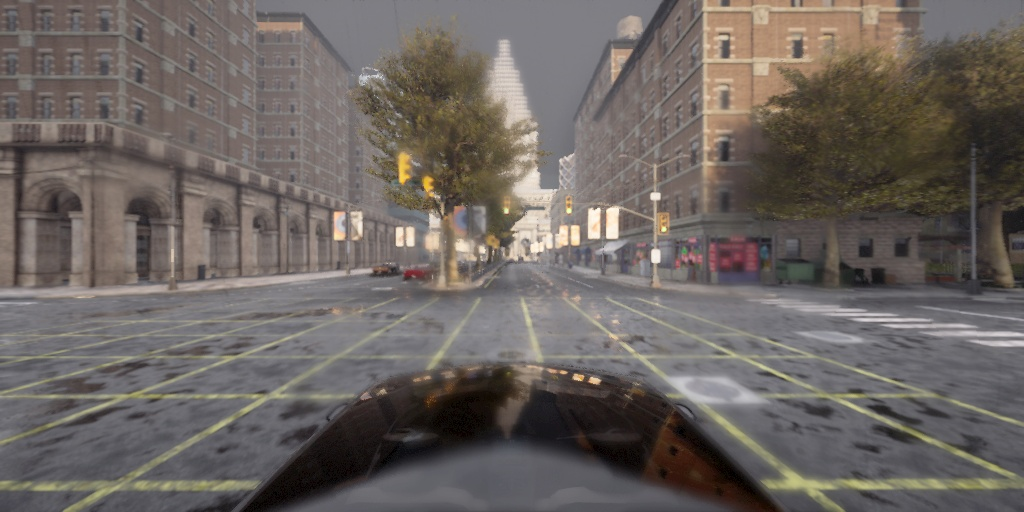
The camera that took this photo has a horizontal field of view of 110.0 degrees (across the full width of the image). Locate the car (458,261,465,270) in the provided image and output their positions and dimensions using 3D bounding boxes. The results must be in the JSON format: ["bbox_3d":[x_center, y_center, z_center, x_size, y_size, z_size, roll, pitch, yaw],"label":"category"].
[{"bbox_3d":[-8.014,1.394,52.130,2.033,1.411,5.357,0,0,0],"label":"car"}]

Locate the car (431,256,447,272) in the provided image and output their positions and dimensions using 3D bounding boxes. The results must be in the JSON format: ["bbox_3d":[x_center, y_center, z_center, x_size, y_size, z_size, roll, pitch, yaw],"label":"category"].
[{"bbox_3d":[-8.033,1.048,41.523,2.150,2.045,5.566,0,0,0],"label":"car"}]

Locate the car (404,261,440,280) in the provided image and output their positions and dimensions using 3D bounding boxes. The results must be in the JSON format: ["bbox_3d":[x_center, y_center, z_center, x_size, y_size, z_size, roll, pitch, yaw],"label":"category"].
[{"bbox_3d":[-8.093,1.409,31.883,1.895,1.301,4.718,0,0,0],"label":"car"}]
